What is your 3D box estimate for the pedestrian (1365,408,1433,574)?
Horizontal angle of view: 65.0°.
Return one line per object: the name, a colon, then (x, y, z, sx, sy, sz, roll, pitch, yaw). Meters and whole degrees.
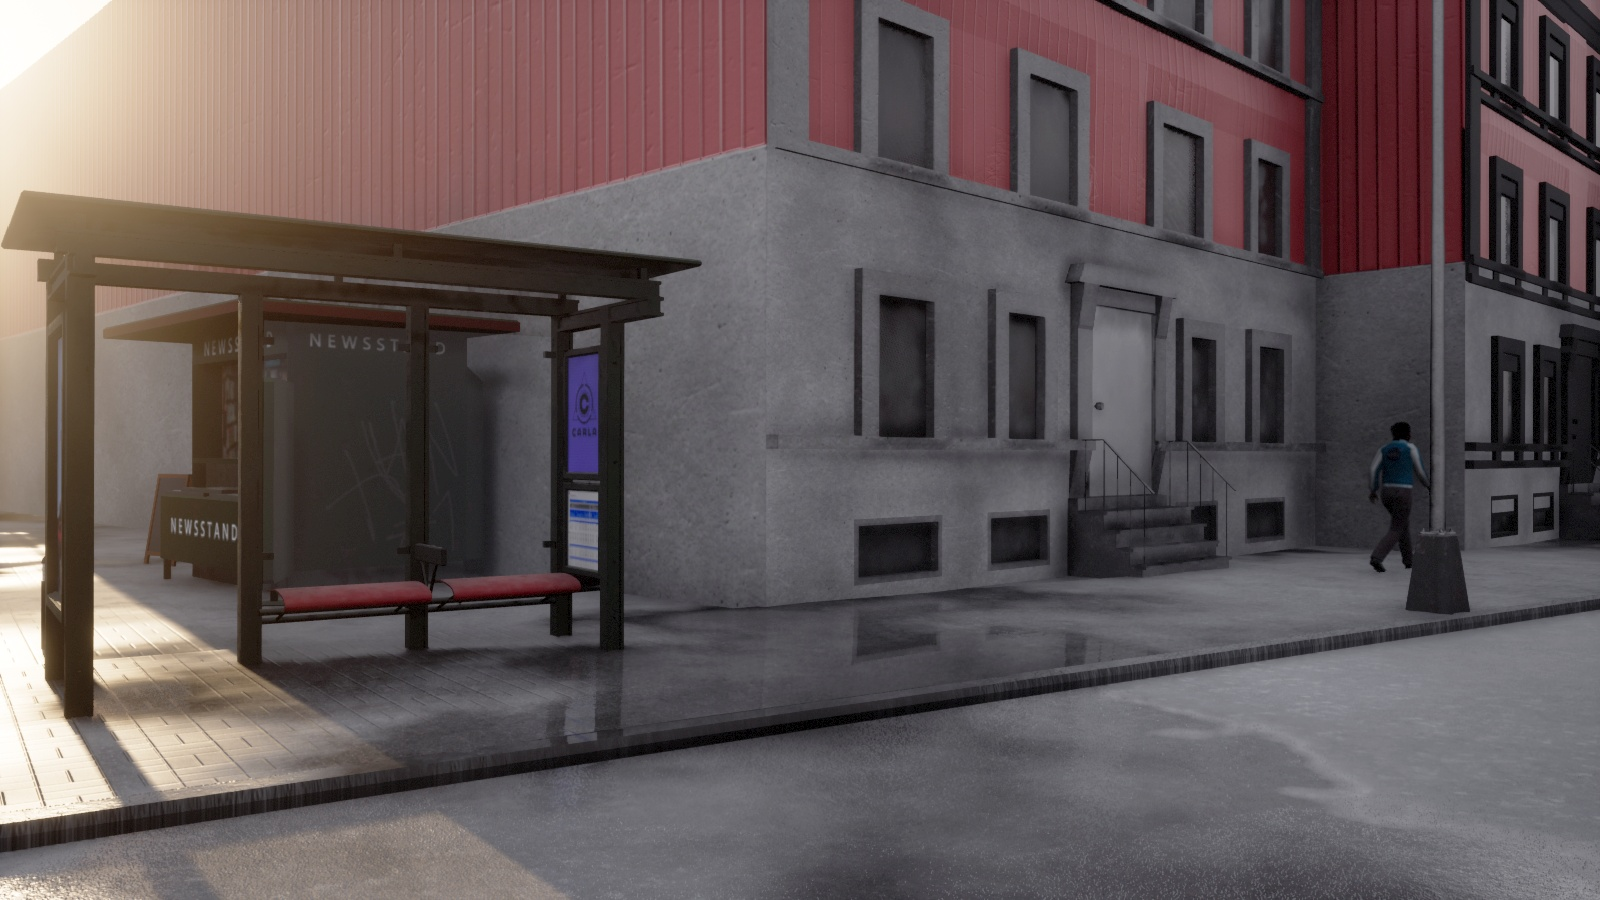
pedestrian: (7.117, 0.476, 14.922, 0.692, 1.930, 0.396, 0, 0, -28)
